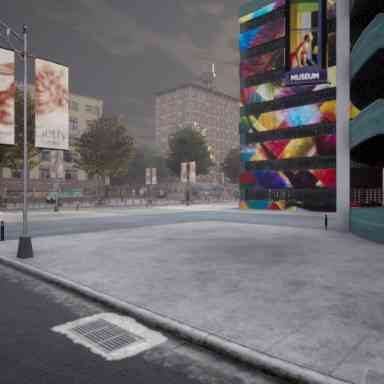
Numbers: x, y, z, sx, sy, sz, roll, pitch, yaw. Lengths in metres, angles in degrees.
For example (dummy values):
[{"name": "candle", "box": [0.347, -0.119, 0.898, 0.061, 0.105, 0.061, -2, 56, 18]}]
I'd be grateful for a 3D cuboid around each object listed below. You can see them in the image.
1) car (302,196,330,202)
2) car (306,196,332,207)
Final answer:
[{"name": "car", "box": [14.241, 1.320, 39.318, 2.002, 1.452, 4.674, 0, 0, 43]}, {"name": "car", "box": [19.548, 1.413, 51.047, 2.161, 1.482, 4.786, 0, 0, 43]}]
